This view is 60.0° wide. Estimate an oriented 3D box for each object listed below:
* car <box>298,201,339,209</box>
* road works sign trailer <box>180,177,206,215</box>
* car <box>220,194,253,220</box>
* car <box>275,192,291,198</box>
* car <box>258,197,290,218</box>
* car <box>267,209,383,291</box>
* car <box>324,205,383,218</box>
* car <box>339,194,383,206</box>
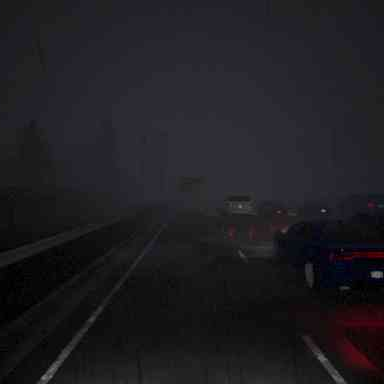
[{"bbox_3d":[10.595,1.476,28.829,1.994,1.385,4.181,0,0,0],"label":"car"},{"bbox_3d":[-0.006,0.366,32.078,2.380,3.560,2.880,0,0,0],"label":"road works sign trailer"},{"bbox_3d":[3.596,1.137,27.463,2.150,2.045,5.566,0,0,0],"label":"car"},{"bbox_3d":[22.906,0.959,83.194,3.866,1.878,1.905,0,0,0],"label":"car"},{"bbox_3d":[7.095,1.435,29.423,1.812,1.442,4.674,0,0,0],"label":"car"},{"bbox_3d":[3.598,1.450,8.940,1.882,1.535,5.008,0,0,0],"label":"car"},{"bbox_3d":[7.098,1.465,12.796,1.837,1.490,4.892,0,0,0],"label":"car"},{"bbox_3d":[14.096,1.137,27.507,2.150,2.045,5.566,0,0,0],"label":"car"}]
